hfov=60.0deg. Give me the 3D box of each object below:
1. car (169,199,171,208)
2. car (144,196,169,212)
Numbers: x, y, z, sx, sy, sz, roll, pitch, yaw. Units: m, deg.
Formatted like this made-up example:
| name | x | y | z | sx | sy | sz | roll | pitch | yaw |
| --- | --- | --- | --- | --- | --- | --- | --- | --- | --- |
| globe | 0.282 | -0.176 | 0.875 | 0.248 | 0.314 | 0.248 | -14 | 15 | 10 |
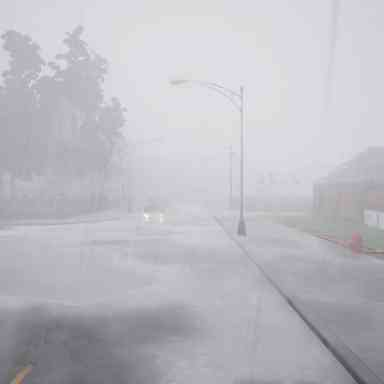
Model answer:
| name | x | y | z | sx | sy | sz | roll | pitch | yaw |
| --- | --- | --- | --- | --- | --- | --- | --- | --- | --- |
| car | -4.185 | 1.352 | 48.161 | 2.097 | 1.767 | 4.553 | 0 | 0 | 0 |
| car | -4.183 | 1.352 | 37.909 | 2.097 | 1.767 | 4.553 | 0 | 0 | 0 |
